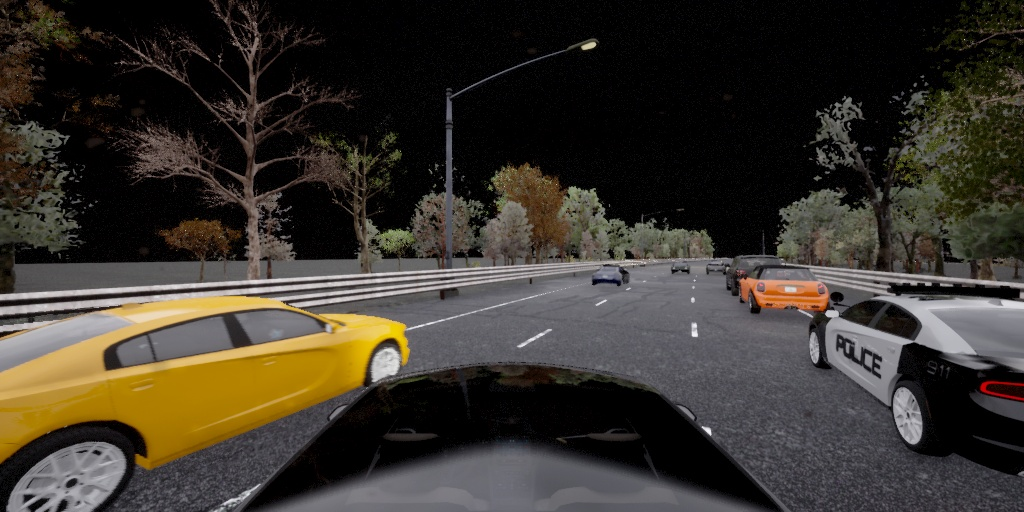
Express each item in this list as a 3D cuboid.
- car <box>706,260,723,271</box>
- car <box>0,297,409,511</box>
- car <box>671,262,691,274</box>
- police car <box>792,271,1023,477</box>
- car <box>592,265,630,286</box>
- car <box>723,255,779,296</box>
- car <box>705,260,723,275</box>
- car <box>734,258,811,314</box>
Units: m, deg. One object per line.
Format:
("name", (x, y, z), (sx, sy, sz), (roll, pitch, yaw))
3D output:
("car", (28.808, 1.330, 50.988), (2.033, 1.411, 5.357), (0, 0, 30))
("car", (-3.402, 1.228, 4.287), (1.882, 1.535, 5.008), (0, 0, 26))
("car", (19.259, 1.367, 40.818), (1.895, 1.301, 4.718), (0, 0, 28))
("police car", (5.599, 1.174, 4.688), (1.930, 1.638, 5.238), (0, 0, 26))
("car", (7.022, 1.316, 25.231), (1.994, 1.385, 4.181), (0, 0, 27))
("car", (12.609, 0.977, 18.758), (2.150, 2.045, 5.566), (0, 0, 27))
("car", (22.372, 1.259, 39.341), (2.128, 1.511, 4.902), (0, 0, 29))
("car", (9.906, 1.101, 13.419), (2.097, 1.767, 4.553), (0, 0, 27))
